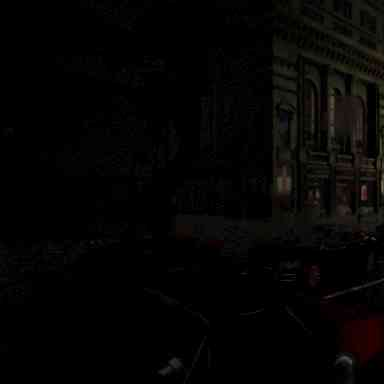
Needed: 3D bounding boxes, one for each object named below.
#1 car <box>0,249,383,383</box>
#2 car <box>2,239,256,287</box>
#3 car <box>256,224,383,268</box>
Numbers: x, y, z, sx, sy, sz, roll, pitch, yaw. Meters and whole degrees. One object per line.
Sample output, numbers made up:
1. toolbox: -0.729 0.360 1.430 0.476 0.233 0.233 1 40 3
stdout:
1. car: -0.134 1.608 3.285 4.718 1.301 1.895 0 0 -36
2. car: -1.157 1.576 5.829 4.313 1.339 1.947 0 0 -36
3. car: 3.431 1.587 9.103 4.403 1.369 2.008 0 0 -36
